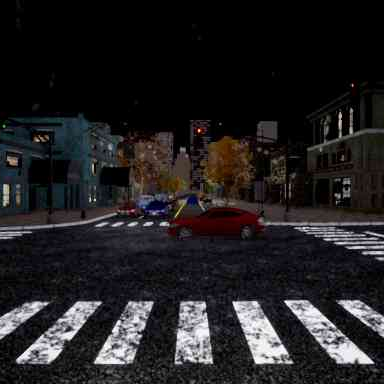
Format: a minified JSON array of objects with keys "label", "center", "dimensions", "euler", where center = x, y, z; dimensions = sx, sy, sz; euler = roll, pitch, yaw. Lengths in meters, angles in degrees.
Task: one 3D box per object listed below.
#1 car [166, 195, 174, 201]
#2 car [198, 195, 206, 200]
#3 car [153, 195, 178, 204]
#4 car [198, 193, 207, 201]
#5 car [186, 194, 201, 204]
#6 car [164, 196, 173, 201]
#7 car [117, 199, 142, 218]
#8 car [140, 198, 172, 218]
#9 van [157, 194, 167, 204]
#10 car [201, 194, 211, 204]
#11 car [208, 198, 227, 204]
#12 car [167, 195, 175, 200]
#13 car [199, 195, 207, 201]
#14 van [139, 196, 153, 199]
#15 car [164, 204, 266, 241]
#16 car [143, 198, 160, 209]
[{"label":"car","center":[-5.705,1.526,85.868],"dimensions":[1.887,1.381,4.507],"euler":[0,0,0]},{"label":"car","center":[2.675,1.524,91.416],"dimensions":[1.887,1.381,4.507],"euler":[-1,0,0]},{"label":"car","center":[-3.105,1.484,39.851],"dimensions":[2.128,1.511,4.902],"euler":[0,0,0]},{"label":"car","center":[2.673,1.296,85.870],"dimensions":[2.192,1.841,5.009],"euler":[-1,0,0]},{"label":"car","center":[0.094,1.466,54.718],"dimensions":[1.882,1.535,5.008],"euler":[0,0,0]},{"label":"car","center":[-5.704,1.548,80.322],"dimensions":[1.947,1.339,4.313],"euler":[0,0,0]},{"label":"car","center":[-5.696,1.576,30.405],"dimensions":[1.802,1.307,4.206],"euler":[0,0,0]},{"label":"car","center":[-3.121,1.520,29.660],"dimensions":[1.812,1.442,4.674],"euler":[0,0,0]},{"label":"van","center":[-5.703,1.328,63.683],"dimensions":[1.690,1.788,3.998],"euler":[0,0,0]},{"label":"car","center":[2.680,1.539,58.138],"dimensions":[2.008,1.369,4.403],"euler":[-1,0,0]},{"label":"car","center":[2.683,1.520,30.577],"dimensions":[1.752,1.417,4.829],"euler":[-1,0,0]},{"label":"car","center":[-5.706,1.561,91.414],"dimensions":[1.802,1.307,4.206],"euler":[0,0,0]},{"label":"car","center":[2.677,1.527,80.323],"dimensions":[1.887,1.381,4.507],"euler":[-1,0,0]},{"label":"van","center":[-5.700,1.333,41.497],"dimensions":[1.690,1.788,3.998],"euler":[0,0,0]},{"label":"car","center":[1.182,1.476,15.971],"dimensions":[4.674,1.442,1.812],"euler":[-1,1,-1]},{"label":"car","center":[-5.699,1.535,47.045],"dimensions":[1.887,1.381,4.507],"euler":[0,0,0]}]
